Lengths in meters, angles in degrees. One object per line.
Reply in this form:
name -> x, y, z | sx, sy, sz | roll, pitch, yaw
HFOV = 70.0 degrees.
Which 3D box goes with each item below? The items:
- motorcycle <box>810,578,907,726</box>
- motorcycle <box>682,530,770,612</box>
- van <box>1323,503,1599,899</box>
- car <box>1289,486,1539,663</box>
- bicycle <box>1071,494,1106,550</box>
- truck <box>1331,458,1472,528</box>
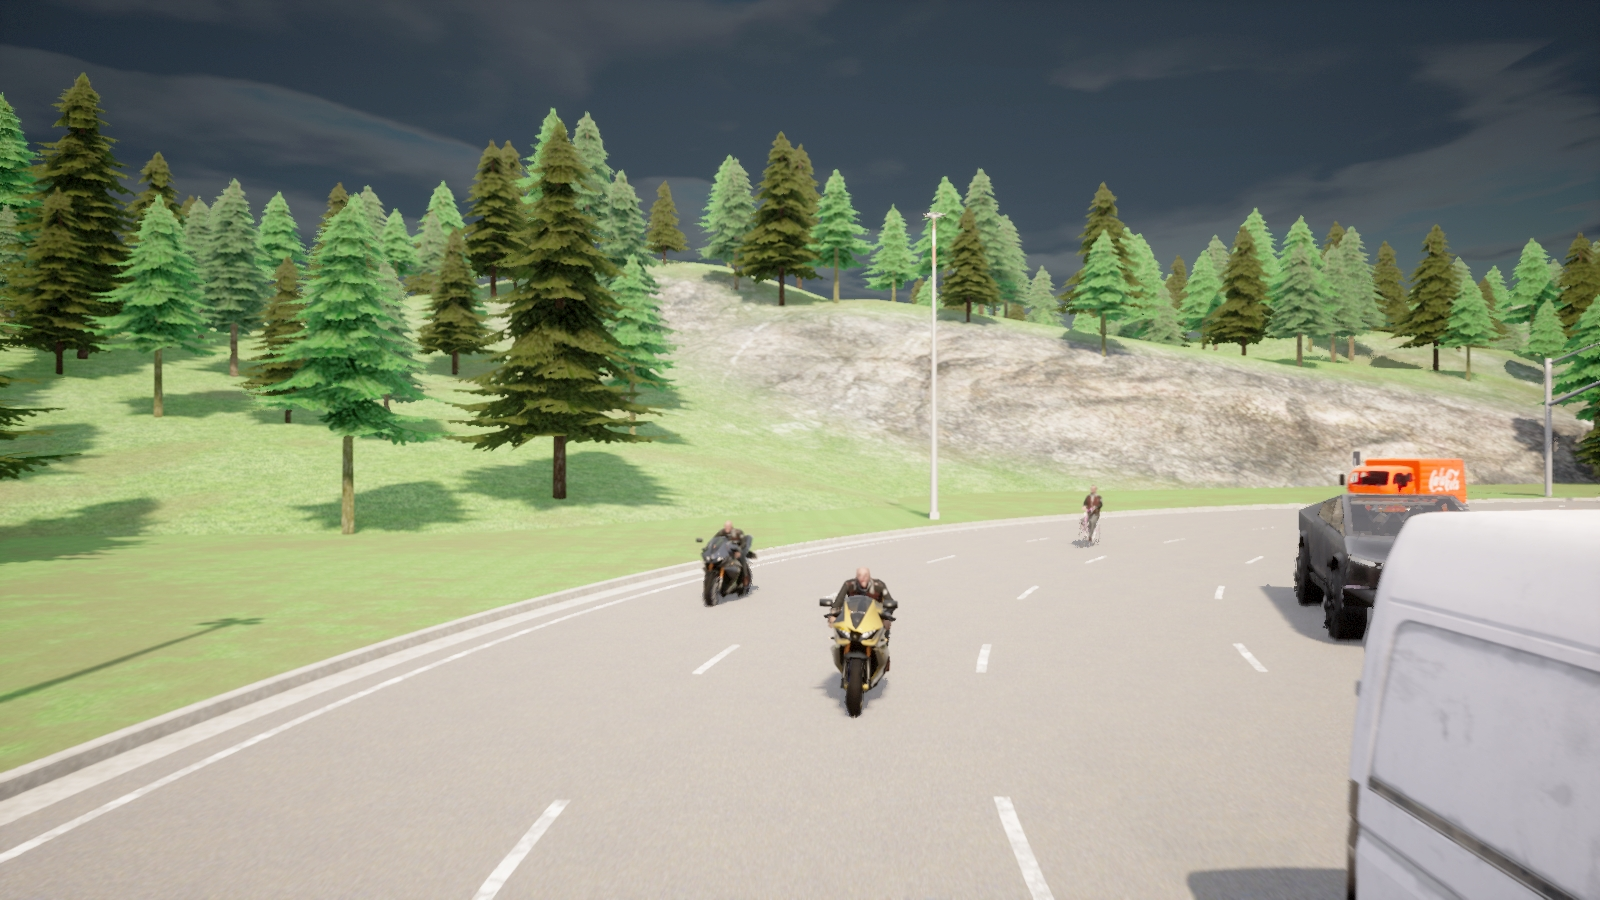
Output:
motorcycle -> 0.703, 2.195, 12.844 | 0.867, 1.251, 2.209 | 0, 0, 9
motorcycle -> -1.331, 2.189, 21.080 | 0.867, 1.251, 2.209 | 2, 1, 17
van -> 3.425, 1.531, 2.348 | 1.988, 2.561, 5.915 | 0, 0, 0
car -> 9.478, 1.740, 18.310 | 2.390, 2.098, 6.274 | 0, 0, 17
bicycle -> 8.241, 2.037, 32.570 | 0.329, 1.471, 1.835 | 2, 1, 33
truck -> 22.688, 1.538, 43.016 | 5.204, 2.467, 2.627 | 0, 0, -36
